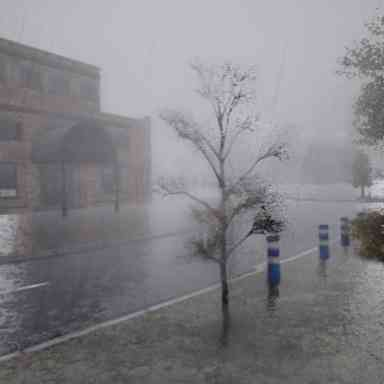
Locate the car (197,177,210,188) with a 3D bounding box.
[{"bbox_3d":[4.333,-1.939,69.695,2.435,2.045,5.566,6,6,39],"label":"car"}]

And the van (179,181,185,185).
[{"bbox_3d":[-0.259,-2.681,77.476,1.878,1.987,4.442,5,6,38],"label":"van"}]

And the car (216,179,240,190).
[{"bbox_3d":[7.445,-1.184,64.636,2.097,1.535,5.008,5,6,39],"label":"car"}]

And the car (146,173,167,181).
[{"bbox_3d":[-9.845,-4.222,92.659,2.435,2.045,5.566,5,5,37],"label":"car"}]

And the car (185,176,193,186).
[{"bbox_3d":[1.208,-2.321,74.814,2.185,1.767,4.553,5,6,38],"label":"car"}]

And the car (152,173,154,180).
[{"bbox_3d":[-8.259,-3.717,90.132,2.231,1.521,4.892,5,6,37],"label":"car"}]

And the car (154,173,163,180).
[{"bbox_3d":[-6.628,-3.717,87.597,2.435,2.045,5.566,5,6,38],"label":"car"}]

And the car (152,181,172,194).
[{"bbox_3d":[-5.891,-0.526,54.041,2.002,1.452,4.674,4,6,36],"label":"car"}]

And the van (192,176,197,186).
[{"bbox_3d":[2.721,-2.163,72.181,1.878,1.987,4.442,6,6,39],"label":"van"}]

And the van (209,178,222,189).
[{"bbox_3d":[5.972,-1.667,67.264,1.878,1.987,4.442,5,6,39],"label":"van"}]

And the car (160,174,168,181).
[{"bbox_3d":[-5.043,-3.183,85.072,2.163,1.488,4.792,5,6,38],"label":"car"}]

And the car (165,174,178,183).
[{"bbox_3d":[-3.468,-2.957,82.505,2.231,1.521,4.892,6,6,38],"label":"car"}]
